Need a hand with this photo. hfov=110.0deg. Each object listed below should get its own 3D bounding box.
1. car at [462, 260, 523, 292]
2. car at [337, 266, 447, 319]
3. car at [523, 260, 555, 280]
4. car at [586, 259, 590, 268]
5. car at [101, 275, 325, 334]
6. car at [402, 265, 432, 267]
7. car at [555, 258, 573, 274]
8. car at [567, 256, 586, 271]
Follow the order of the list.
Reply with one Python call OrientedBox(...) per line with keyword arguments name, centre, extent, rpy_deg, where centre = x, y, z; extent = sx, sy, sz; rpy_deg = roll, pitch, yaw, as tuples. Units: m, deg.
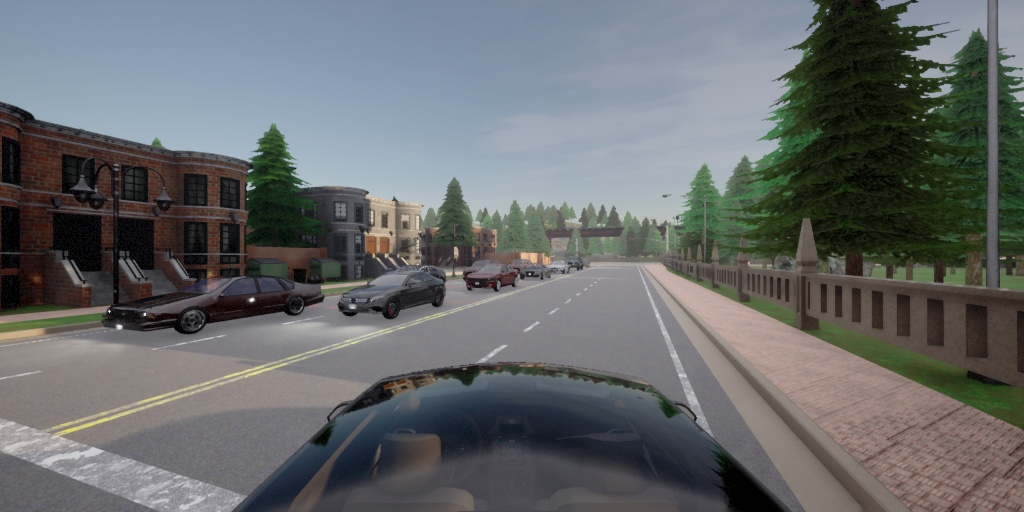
OrientedBox(name="car", centre=(-1.095, 1.228, 21.923), extent=(1.882, 1.535, 5.008), rpy_deg=(0, 0, 19))
OrientedBox(name="car", centre=(-4.090, 1.276, 13.088), extent=(1.812, 1.442, 4.674), rpy_deg=(0, 0, 19))
OrientedBox(name="car", centre=(2.128, 1.314, 31.407), extent=(1.994, 1.385, 4.181), rpy_deg=(0, 0, 20))
OrientedBox(name="car", centre=(12.178, 1.255, 61.010), extent=(1.837, 1.490, 4.892), rpy_deg=(0, 0, 19))
OrientedBox(name="car", centre=(-8.482, 1.297, 11.038), extent=(2.033, 1.411, 5.357), rpy_deg=(0, 0, 19))
OrientedBox(name="car", centre=(-5.442, 1.242, 20.016), extent=(2.128, 1.511, 4.902), rpy_deg=(0, 0, 18))
OrientedBox(name="car", centre=(5.357, 1.276, 40.960), extent=(1.812, 1.442, 4.674), rpy_deg=(0, 0, 19))
OrientedBox(name="car", centre=(8.711, 0.971, 50.837), extent=(2.150, 2.045, 5.566), rpy_deg=(0, 0, 19))
